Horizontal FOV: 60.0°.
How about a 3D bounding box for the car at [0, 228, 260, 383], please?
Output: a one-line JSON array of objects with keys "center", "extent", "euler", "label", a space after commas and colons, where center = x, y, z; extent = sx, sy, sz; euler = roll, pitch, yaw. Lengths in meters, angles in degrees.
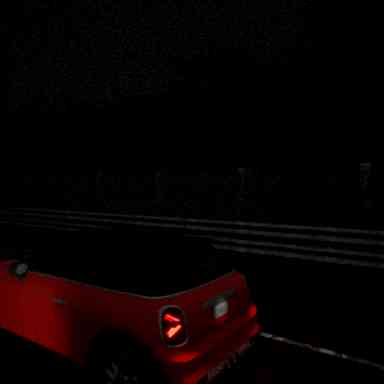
[{"center": [-1.397, 1.332, 4.990], "extent": [4.553, 1.767, 2.097], "euler": [0, 0, 35], "label": "car"}]
